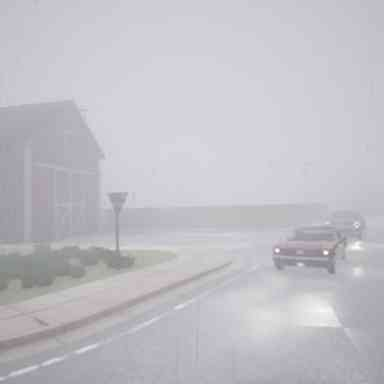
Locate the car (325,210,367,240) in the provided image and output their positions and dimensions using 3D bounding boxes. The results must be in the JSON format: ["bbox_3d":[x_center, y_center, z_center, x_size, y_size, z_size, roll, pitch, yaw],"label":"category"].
[{"bbox_3d":[9.578,1.917,20.754,2.097,1.767,4.553,-3,-3,31],"label":"car"}]

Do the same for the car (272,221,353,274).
[{"bbox_3d":[4.407,1.945,12.013,1.895,1.301,4.718,-3,-3,30],"label":"car"}]
